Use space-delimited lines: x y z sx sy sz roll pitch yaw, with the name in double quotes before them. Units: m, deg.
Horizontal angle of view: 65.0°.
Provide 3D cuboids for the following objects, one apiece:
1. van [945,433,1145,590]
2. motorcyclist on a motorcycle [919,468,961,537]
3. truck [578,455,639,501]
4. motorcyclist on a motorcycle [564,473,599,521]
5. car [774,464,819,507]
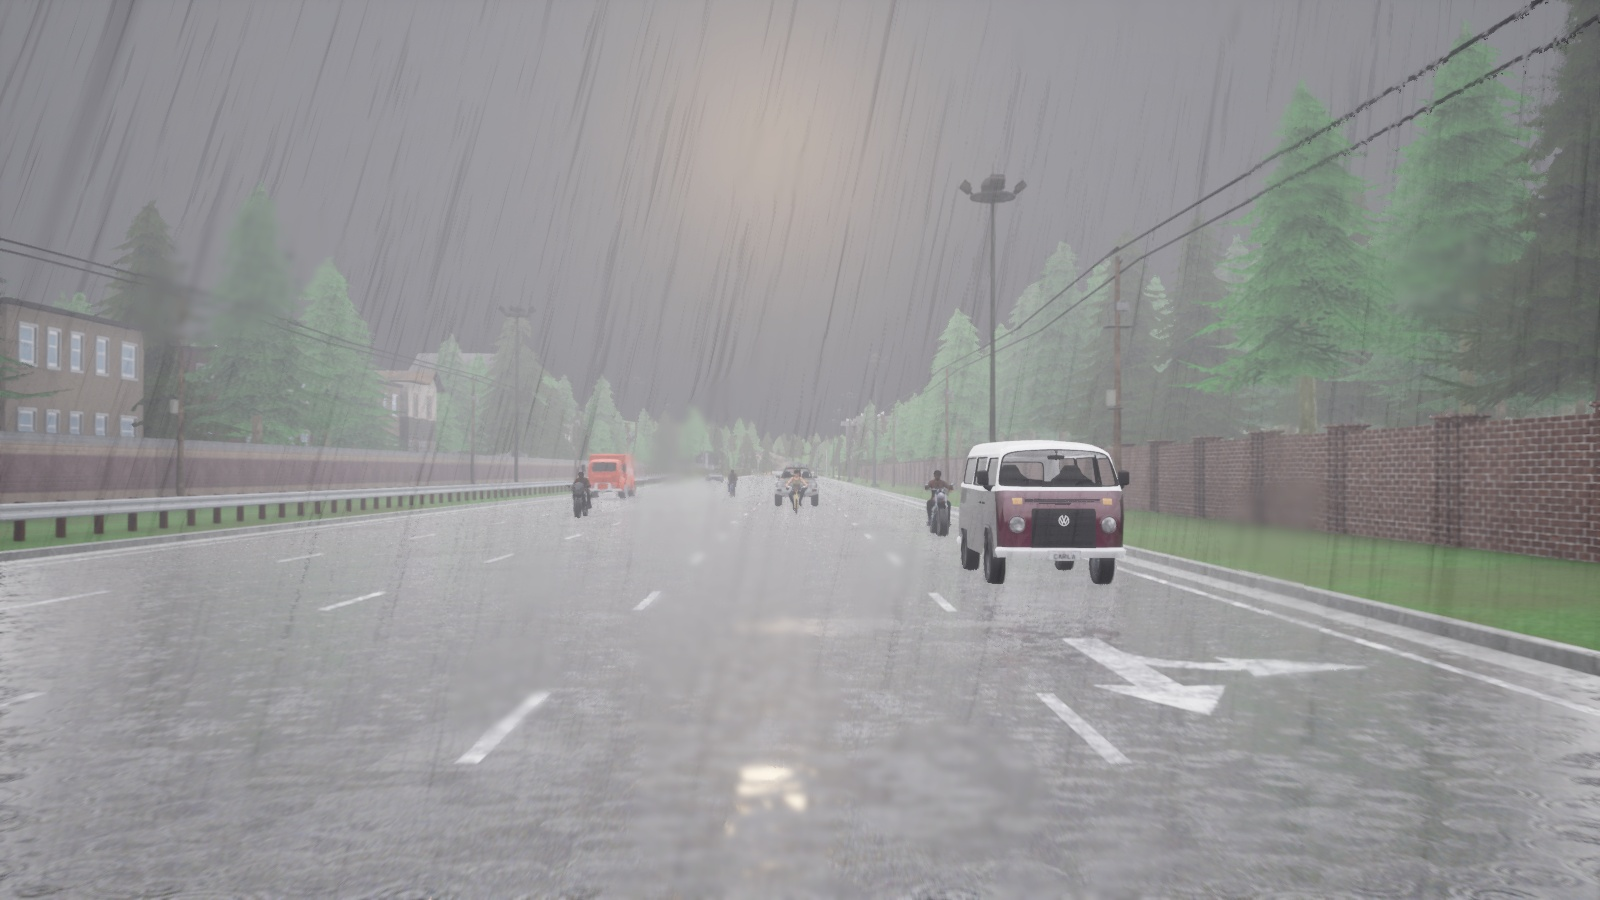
"van" 3.454 0.836 18.648 2.069 2.038 4.480 0 -1 0
"motorcyclist on a motorcycle" 3.425 1.269 30.964 0.766 1.649 2.350 0 -1 0
"truck" -10.671 1.549 70.380 2.627 2.467 5.204 0 -1 0
"motorcyclist on a motorcycle" -7.098 1.509 40.872 0.797 1.523 2.044 0 -1 0
"car" -0.136 1.576 56.427 1.932 1.855 4.605 0 -1 0
